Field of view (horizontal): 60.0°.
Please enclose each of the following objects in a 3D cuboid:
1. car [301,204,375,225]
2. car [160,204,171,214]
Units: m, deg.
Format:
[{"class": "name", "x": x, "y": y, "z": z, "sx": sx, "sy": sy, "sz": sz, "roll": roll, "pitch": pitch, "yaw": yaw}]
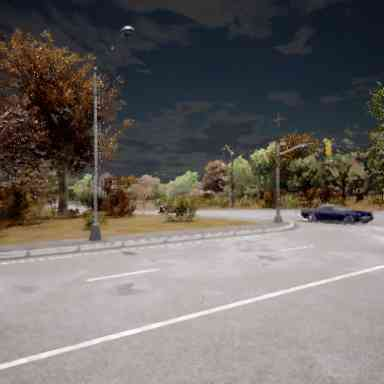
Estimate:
[{"class": "car", "x": 10.193, "y": 1.556, "z": 23.510, "sx": 1.895, "sy": 1.301, "sz": 4.718, "roll": 0, "pitch": 0, "yaw": -32}, {"class": "car", "x": -2.623, "y": 2.243, "z": 43.775, "sx": 1.994, "sy": 1.385, "sz": 4.181, "roll": 0, "pitch": -3, "yaw": -32}]
